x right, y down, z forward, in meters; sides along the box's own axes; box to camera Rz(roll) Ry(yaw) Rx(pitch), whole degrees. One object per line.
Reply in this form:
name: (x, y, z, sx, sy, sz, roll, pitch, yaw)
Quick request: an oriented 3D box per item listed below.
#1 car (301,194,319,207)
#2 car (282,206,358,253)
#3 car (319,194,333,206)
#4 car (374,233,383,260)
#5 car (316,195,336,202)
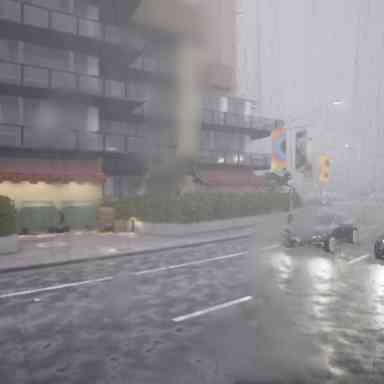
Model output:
car: (18.531, 1.674, 55.849, 2.097, 1.767, 4.553, 0, 0, -16)
car: (5.613, 1.571, 14.263, 1.837, 1.490, 4.892, 0, 0, 42)
car: (21.917, 1.607, 56.706, 2.097, 1.767, 4.553, 0, 0, -16)
car: (7.918, 1.612, 11.638, 1.994, 1.385, 4.181, 0, 0, 42)
car: (35.261, 1.647, 87.398, 2.185, 1.767, 4.553, 0, 0, -29)
